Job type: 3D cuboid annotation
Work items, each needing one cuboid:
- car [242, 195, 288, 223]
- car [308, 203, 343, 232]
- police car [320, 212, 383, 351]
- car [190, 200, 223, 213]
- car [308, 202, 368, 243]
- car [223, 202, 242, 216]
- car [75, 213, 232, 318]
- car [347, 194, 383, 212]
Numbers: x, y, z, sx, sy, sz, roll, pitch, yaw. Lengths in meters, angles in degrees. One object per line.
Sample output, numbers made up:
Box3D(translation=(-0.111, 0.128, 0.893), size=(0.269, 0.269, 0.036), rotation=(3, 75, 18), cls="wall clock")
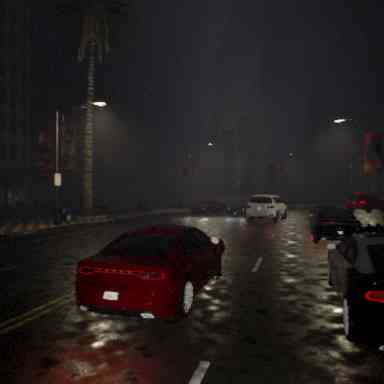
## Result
Box3D(translation=(5.936, 1.237, 25.938), size=(2.150, 2.045, 5.566), rotation=(-1, 0, 26), cls="car")
Box3D(translation=(8.389, 1.530, 20.988), size=(1.812, 1.442, 4.674), rotation=(0, 0, 21), cls="car")
Box3D(translation=(3.693, 1.423, 6.253), size=(1.930, 1.638, 5.238), rotation=(0, 0, 17), cls="police car")
Box3D(translation=(1.656, 1.514, 32.705), size=(1.882, 1.535, 5.008), rotation=(0, 0, 33), cls="car")
Box3D(translation=(6.650, 1.479, 15.690), size=(1.882, 1.535, 5.008), rotation=(0, 0, 17), cls="car")
Box3D(translation=(5.180, 1.627, 31.924), size=(1.895, 1.301, 4.718), rotation=(0, 0, 35), cls="car")
Box3D(translation=(-0.541, 1.489, 7.620), size=(1.882, 1.535, 5.008), rotation=(0, 0, 17), cls="car")
Box3D(translation=(19.226, 1.215, 36.458), size=(5.566, 2.045, 2.150), rotation=(0, 0, -35), cls="car")
